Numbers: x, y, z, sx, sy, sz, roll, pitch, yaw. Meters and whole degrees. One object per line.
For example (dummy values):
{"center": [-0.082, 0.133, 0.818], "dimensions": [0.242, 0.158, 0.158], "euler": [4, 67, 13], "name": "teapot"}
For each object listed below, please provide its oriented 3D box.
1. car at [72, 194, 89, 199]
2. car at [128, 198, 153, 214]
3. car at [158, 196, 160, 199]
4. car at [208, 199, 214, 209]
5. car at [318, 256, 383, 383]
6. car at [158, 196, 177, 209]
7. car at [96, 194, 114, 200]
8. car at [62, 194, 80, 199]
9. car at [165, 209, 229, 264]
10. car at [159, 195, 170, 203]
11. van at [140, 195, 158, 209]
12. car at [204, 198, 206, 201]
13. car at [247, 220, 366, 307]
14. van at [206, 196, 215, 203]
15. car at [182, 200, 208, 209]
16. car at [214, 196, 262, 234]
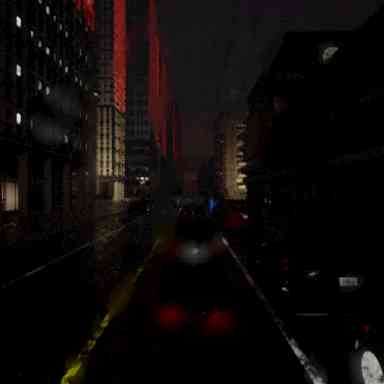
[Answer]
{"center": [-26.704, 1.216, 80.695], "dimensions": [4.206, 1.307, 1.802], "euler": [1, -1, 0], "name": "car"}
{"center": [-5.689, 1.606, 36.034], "dimensions": [1.947, 1.339, 4.313], "euler": [0, 0, 0], "name": "car"}
{"center": [-5.688, 1.607, 47.332], "dimensions": [2.008, 1.369, 4.403], "euler": [0, 0, 0], "name": "car"}
{"center": [2.691, 1.614, 30.385], "dimensions": [1.802, 1.307, 4.206], "euler": [0, 0, 0], "name": "car"}
{"center": [2.689, 1.553, 2.143], "dimensions": [2.008, 1.369, 4.403], "euler": [0, 0, 0], "name": "car"}
{"center": [-3.084, 1.617, 45.462], "dimensions": [1.994, 1.385, 4.181], "euler": [0, 0, 0], "name": "car"}
{"center": [-21.127, 1.181, 80.710], "dimensions": [4.097, 1.590, 1.967], "euler": [1, -1, 0], "name": "car"}
{"center": [-32.358, 1.109, 89.063], "dimensions": [4.206, 1.307, 1.802], "euler": [1, -1, 0], "name": "car"}
{"center": [0.076, 1.537, 11.760], "dimensions": [1.812, 1.442, 4.674], "euler": [0, 0, 0], "name": "car"}
{"center": [-5.687, 1.533, 69.926], "dimensions": [1.967, 1.590, 4.097], "euler": [0, 0, 0], "name": "car"}
{"center": [-5.689, 1.389, 41.683], "dimensions": [1.690, 1.788, 3.998], "euler": [0, 0, 0], "name": "van"}
{"center": [2.693, 1.615, 52.979], "dimensions": [2.008, 1.369, 4.403], "euler": [0, 0, 0], "name": "car"}
{"center": [2.690, 1.573, 7.791], "dimensions": [1.947, 1.339, 4.313], "euler": [0, 0, 0], "name": "car"}
{"center": [2.691, 1.381, 36.034], "dimensions": [1.690, 1.788, 3.998], "euler": [0, 0, 0], "name": "van"}
{"center": [0.083, 1.631, 28.078], "dimensions": [1.895, 1.301, 4.718], "euler": [0, 0, 0], "name": "car"}
{"center": [2.691, 1.334, 19.088], "dimensions": [2.192, 1.841, 5.009], "euler": [0, 0, 0], "name": "car"}
